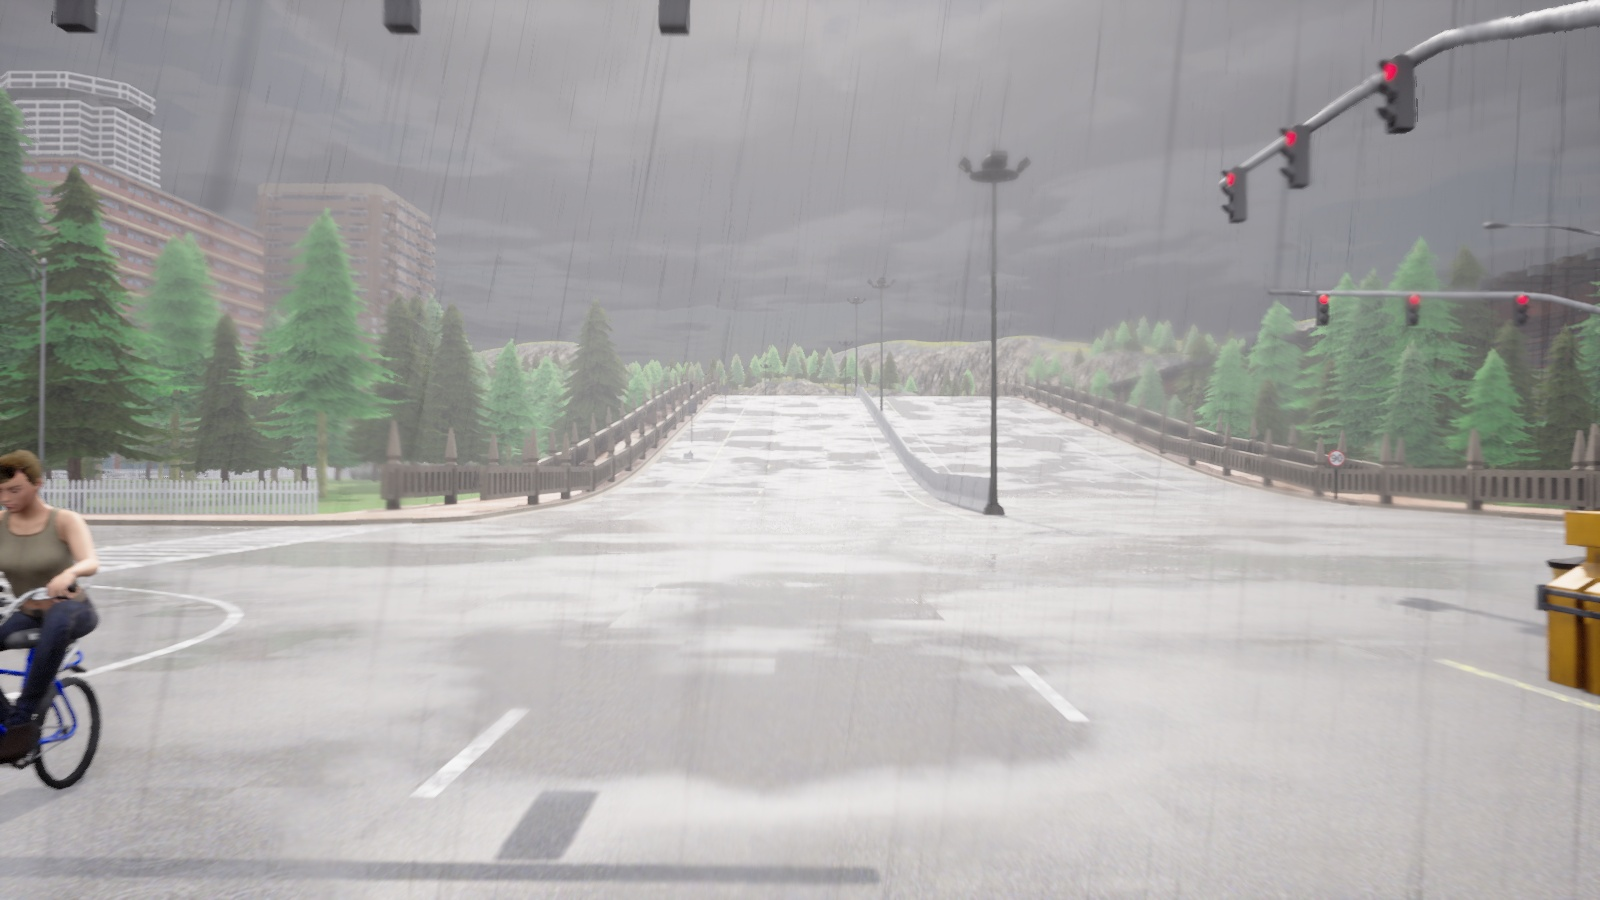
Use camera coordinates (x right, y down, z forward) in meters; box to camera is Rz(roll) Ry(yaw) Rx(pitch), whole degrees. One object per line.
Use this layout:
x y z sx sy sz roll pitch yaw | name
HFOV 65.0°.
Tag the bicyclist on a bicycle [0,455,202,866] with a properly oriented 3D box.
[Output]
-3.509 0.837 5.696 0.866 1.612 1.509 0 -1 0 | bicyclist on a bicycle
